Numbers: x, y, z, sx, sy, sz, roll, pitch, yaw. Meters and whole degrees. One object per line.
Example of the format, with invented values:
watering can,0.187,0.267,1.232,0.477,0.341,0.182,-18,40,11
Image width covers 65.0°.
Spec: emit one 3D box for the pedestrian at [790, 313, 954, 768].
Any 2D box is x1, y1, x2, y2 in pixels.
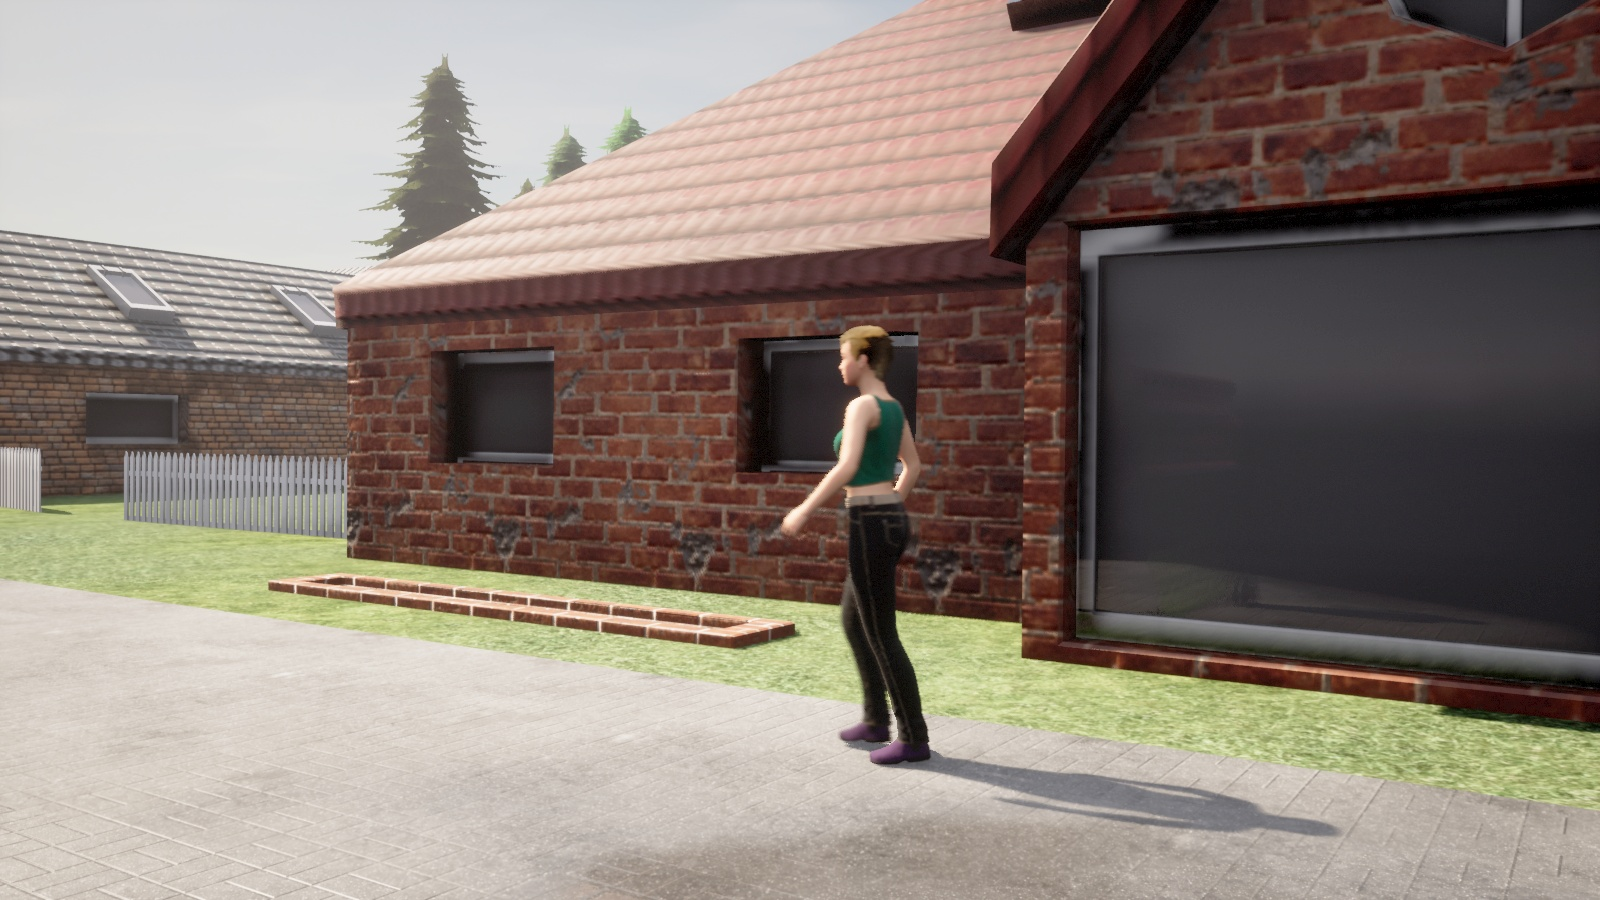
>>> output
pedestrian,0.309,0.365,5.353,0.594,1.836,0.345,0,1,25
